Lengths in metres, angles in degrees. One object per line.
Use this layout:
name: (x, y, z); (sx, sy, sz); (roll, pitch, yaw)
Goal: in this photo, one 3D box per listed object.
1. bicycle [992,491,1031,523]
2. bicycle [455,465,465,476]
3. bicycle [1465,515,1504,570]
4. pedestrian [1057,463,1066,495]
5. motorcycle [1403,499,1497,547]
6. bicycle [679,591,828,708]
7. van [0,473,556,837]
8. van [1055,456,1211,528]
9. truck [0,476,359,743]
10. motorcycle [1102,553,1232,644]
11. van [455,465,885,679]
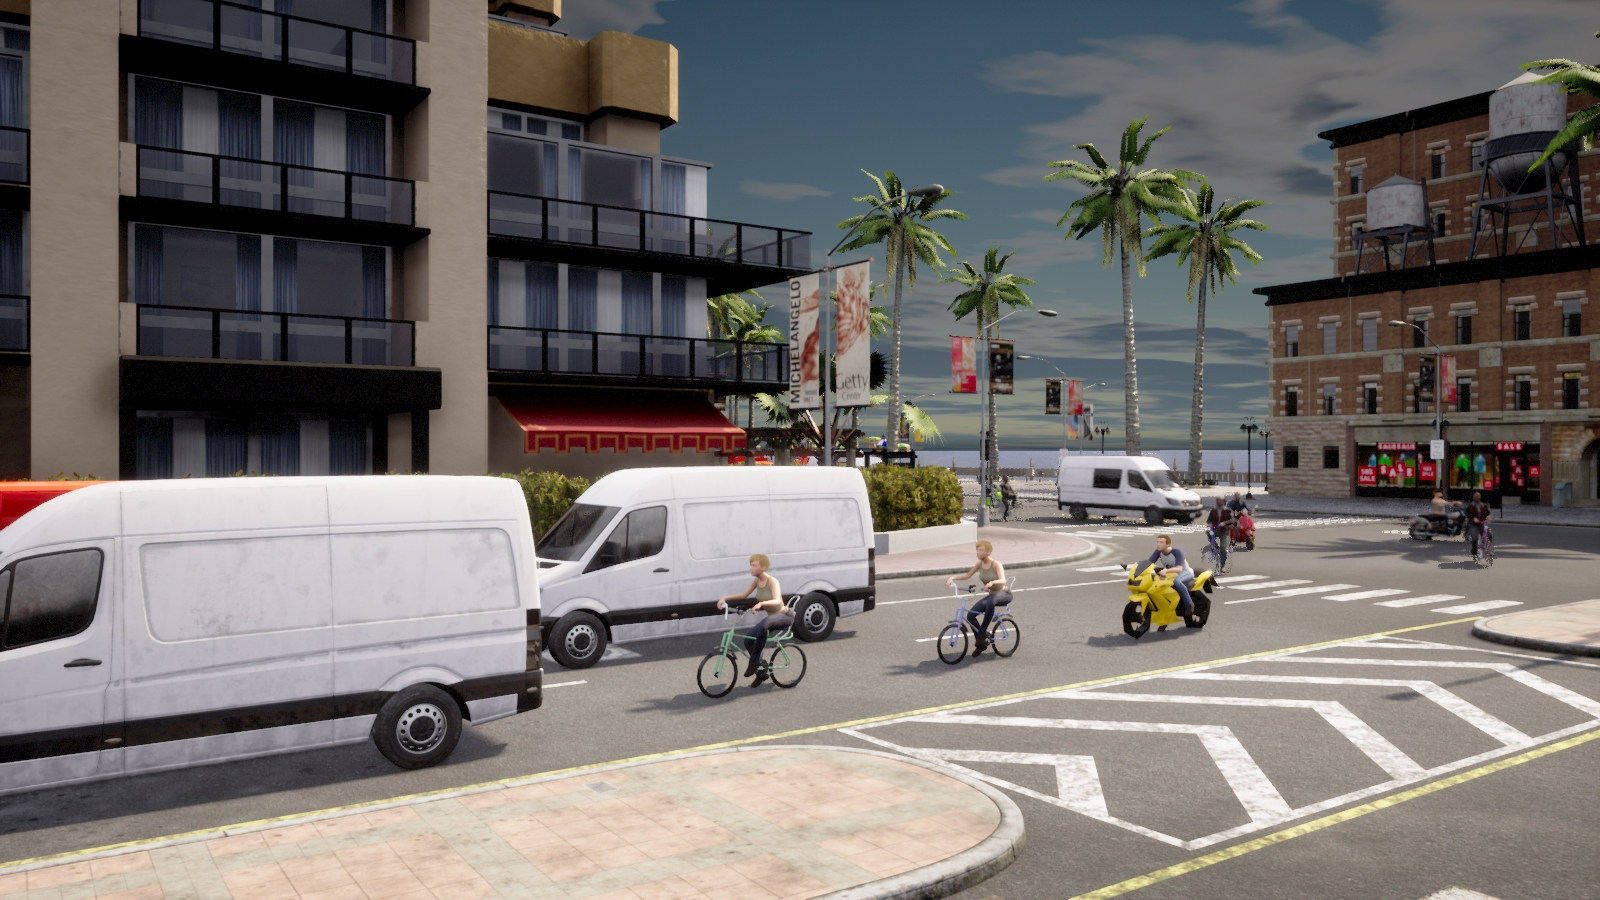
bicycle: (8.247, 2.210, 44.673); (0.329, 1.171, 1.835); (0, 0, -33)
bicycle: (-36.544, 2.210, 122.823); (0.329, 1.171, 1.835); (0, 0, -37)
bicycle: (16.479, 2.210, 27.534); (0.329, 1.171, 1.835); (-3, -1, 17)
pedestrian: (15.380, 1.696, 67.142); (0.375, 1.860, 0.375); (0, 0, 42)
motorcycle: (19.495, 2.170, 34.302); (0.764, 1.277, 2.356); (0, 0, -34)
bicycle: (-0.533, 2.256, 13.140); (1.487, 1.080, 0.859); (0, 0, -35)
van: (-5.288, 1.534, 9.874); (5.915, 2.561, 1.988); (0, 0, -34)
van: (12.777, 1.534, 44.341); (1.988, 2.561, 5.915); (0, 0, -34)
truck: (-7.827, 1.568, 12.387); (5.204, 2.467, 2.627); (0, 0, -35)
motorcycle: (5.572, 2.213, 17.294); (2.033, 1.145, 0.803); (0, 0, -34)
van: (-1.725, 1.534, 16.503); (5.915, 2.561, 1.988); (0, 0, -34)
